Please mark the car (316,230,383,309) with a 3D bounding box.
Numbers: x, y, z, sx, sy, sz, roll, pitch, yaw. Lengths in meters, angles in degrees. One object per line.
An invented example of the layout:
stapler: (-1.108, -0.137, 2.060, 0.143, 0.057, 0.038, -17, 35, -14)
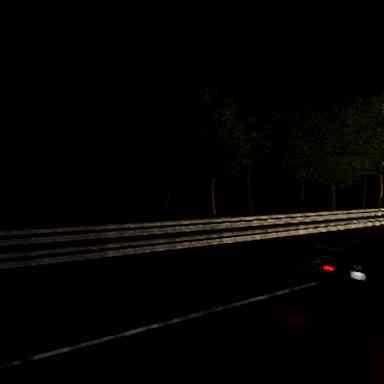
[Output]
car: (5.026, 1.543, 7.396, 5.357, 1.411, 2.033, 0, 0, -35)
